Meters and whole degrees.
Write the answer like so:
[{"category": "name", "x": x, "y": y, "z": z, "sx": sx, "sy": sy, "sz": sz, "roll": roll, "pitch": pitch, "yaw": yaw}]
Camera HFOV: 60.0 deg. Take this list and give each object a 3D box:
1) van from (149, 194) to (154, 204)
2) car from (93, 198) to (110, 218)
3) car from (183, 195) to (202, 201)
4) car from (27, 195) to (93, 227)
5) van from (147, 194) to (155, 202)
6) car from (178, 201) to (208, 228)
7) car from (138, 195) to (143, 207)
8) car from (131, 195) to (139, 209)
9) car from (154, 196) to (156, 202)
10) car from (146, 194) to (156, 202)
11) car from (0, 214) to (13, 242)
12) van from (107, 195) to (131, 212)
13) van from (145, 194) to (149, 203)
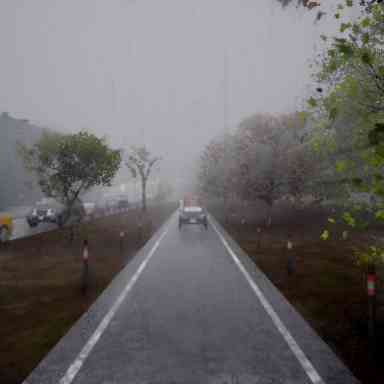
[{"category": "van", "x": -9.340, "y": 1.524, "z": 68.177, "sx": 1.878, "sy": 1.987, "sz": 4.442, "roll": 0, "pitch": -1, "yaw": -2}, {"category": "car", "x": -9.091, "y": 1.553, "z": 29.546, "sx": 2.002, "sy": 1.452, "sz": 4.674, "roll": 0, "pitch": 0, "yaw": 0}, {"category": "car", "x": 0.049, "y": 1.362, "z": 40.942, "sx": 2.150, "sy": 2.045, "sz": 5.566, "roll": 0, "pitch": -1, "yaw": 0}, {"category": "car", "x": -9.074, "y": 1.231, "z": 22.803, "sx": 2.435, "sy": 2.045, "sz": 5.566, "roll": 0, "pitch": 0, "yaw": 0}, {"category": "van", "x": -11.217, "y": 1.653, "z": 90.405, "sx": 1.878, "sy": 1.987, "sz": 4.442, "roll": 1, "pitch": -2, "yaw": -10}, {"category": "car", "x": 0.066, "y": 1.579, "z": 22.399, "sx": 1.812, "sy": 1.442, "sz": 4.674, "roll": 0, "pitch": 0, "yaw": 0}, {"category": "car", "x": -9.144, "y": 1.671, "z": 51.713, "sx": 2.163, "sy": 1.488, "sz": 4.792, "roll": 0, "pitch": -1, "yaw": -2}, {"category": "car", "x": -9.131, "y": 1.604, "z": 46.202, "sx": 2.231, "sy": 1.521, "sz": 4.892, "roll": 0, "pitch": -1, "yaw": -2}, {"category": "car", "x": -9.968, "y": 1.859, "z": 79.411, "sx": 2.002, "sy": 1.452, "sz": 4.674, "roll": 1, "pitch": -1, "yaw": -5}, {"category": "car", "x": -10.498, "y": 1.598, "z": 84.950, "sx": 2.435, "sy": 2.045, "sz": 5.566, "roll": 1, "pitch": -2, "yaw": -9}, {"category": "car", "x": -9.051, "y": 1.391, "z": 12.917, "sx": 2.097, "sy": 1.535, "sz": 5.008, "roll": 0, "pitch": -1, "yaw": 2}, {"category": "van", "x": -9.123, "y": 1.362, "z": 40.518, "sx": 1.878, "sy": 1.987, "sz": 4.442, "roll": 0, "pitch": 0, "yaw": 2}, {"category": "van", "x": -9.162, "y": 1.459, "z": 58.227, "sx": 1.878, "sy": 1.987, "sz": 4.442, "roll": 0, "pitch": -1, "yaw": -3}]
